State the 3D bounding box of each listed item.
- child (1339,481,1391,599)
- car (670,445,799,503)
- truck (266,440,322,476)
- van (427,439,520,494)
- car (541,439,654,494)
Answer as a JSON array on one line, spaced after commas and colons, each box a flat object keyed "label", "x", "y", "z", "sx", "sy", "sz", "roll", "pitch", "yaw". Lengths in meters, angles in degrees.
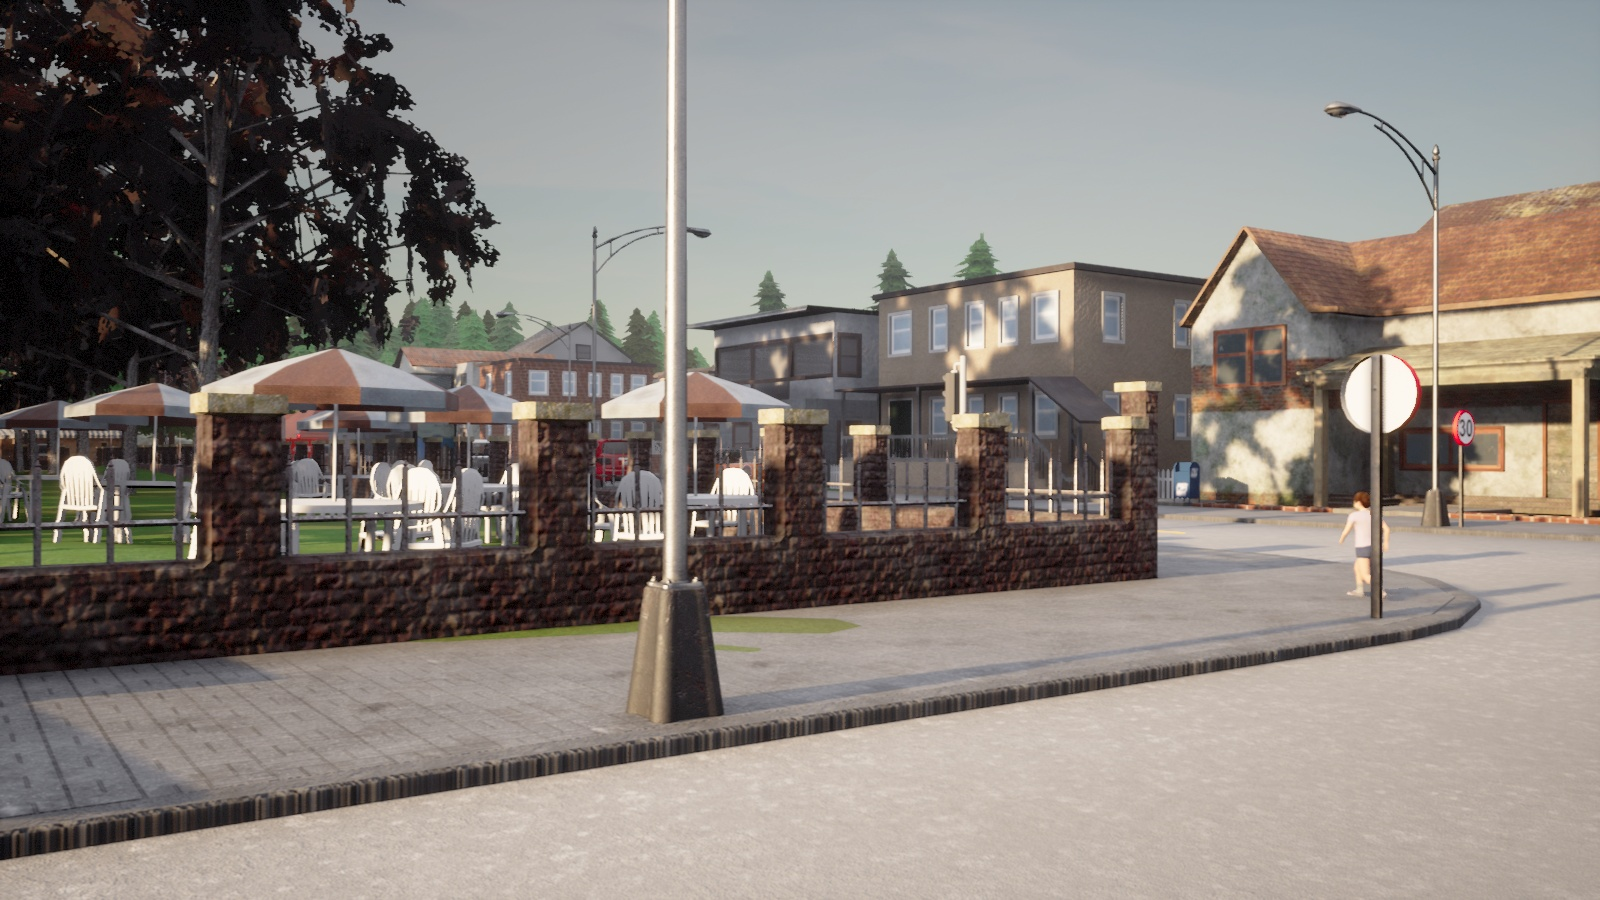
[{"label": "child", "x": 5.485, "y": 0.862, "z": 12.203, "sx": 0.255, "sy": 1.110, "sz": 0.394, "roll": 0, "pitch": 0, "yaw": -20}, {"label": "car", "x": -2.182, "y": 0.728, "z": 40.788, "sx": 2.097, "sy": 1.767, "sz": 4.553, "roll": 0, "pitch": 0, "yaw": -35}, {"label": "truck", "x": -35.856, "y": 0.572, "z": 88.914, "sx": 2.627, "sy": 2.467, "sz": 5.204, "roll": 0, "pitch": 0, "yaw": -35}, {"label": "van", "x": -12.763, "y": 0.631, "z": 48.932, "sx": 2.069, "sy": 2.038, "sz": 4.480, "roll": 0, "pitch": 0, "yaw": -35}, {"label": "car", "x": -8.003, "y": 0.621, "z": 49.108, "sx": 2.150, "sy": 2.045, "sz": 5.566, "roll": 0, "pitch": 0, "yaw": -35}]
